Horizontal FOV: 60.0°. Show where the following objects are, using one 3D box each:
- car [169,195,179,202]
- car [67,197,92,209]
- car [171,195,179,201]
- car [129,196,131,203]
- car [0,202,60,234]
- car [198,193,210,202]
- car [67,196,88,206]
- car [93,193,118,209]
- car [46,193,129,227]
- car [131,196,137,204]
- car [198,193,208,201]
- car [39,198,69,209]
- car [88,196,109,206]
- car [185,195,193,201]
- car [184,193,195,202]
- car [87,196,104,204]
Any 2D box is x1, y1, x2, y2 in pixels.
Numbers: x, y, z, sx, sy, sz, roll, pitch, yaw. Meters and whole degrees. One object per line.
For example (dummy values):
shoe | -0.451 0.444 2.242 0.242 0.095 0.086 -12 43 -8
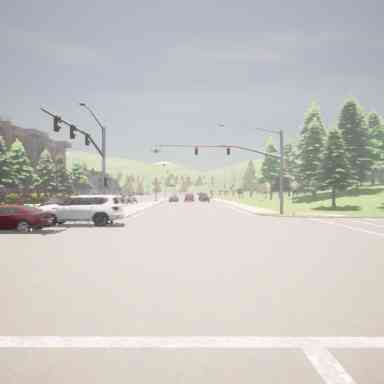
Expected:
car | -4.108 1.540 72.875 2.033 1.411 5.357 0 0 -1
car | -15.281 1.477 45.510 1.882 1.535 5.008 0 0 -1
car | -4.274 1.488 83.493 1.812 1.442 4.674 0 0 -1
car | -11.920 1.505 55.373 1.837 1.490 4.892 0 0 -1
car | -10.413 1.477 18.617 5.008 1.535 1.882 0 0 0
car | 2.884 1.500 73.420 1.837 1.490 4.892 0 0 -1
car | -18.917 1.477 55.308 1.882 1.535 5.008 0 0 -1
car | -11.785 1.221 45.694 2.150 2.045 5.566 0 0 -1
car | -7.338 1.221 22.141 5.566 2.045 2.150 0 0 0
car | -12.023 1.547 65.668 2.033 1.411 5.357 0 0 0
car | 2.724 1.194 83.644 2.150 2.045 5.566 0 0 -1
car | -18.783 1.547 45.577 2.033 1.411 5.357 0 0 -1
car | -15.415 1.491 54.915 2.128 1.511 4.902 0 0 -1
car | -0.775 1.464 83.548 1.837 1.490 4.892 0 0 -1
car | -0.609 1.225 72.995 2.150 2.045 5.566 0 0 -1
car | -19.008 1.505 65.741 1.837 1.490 4.892 0 0 -1
